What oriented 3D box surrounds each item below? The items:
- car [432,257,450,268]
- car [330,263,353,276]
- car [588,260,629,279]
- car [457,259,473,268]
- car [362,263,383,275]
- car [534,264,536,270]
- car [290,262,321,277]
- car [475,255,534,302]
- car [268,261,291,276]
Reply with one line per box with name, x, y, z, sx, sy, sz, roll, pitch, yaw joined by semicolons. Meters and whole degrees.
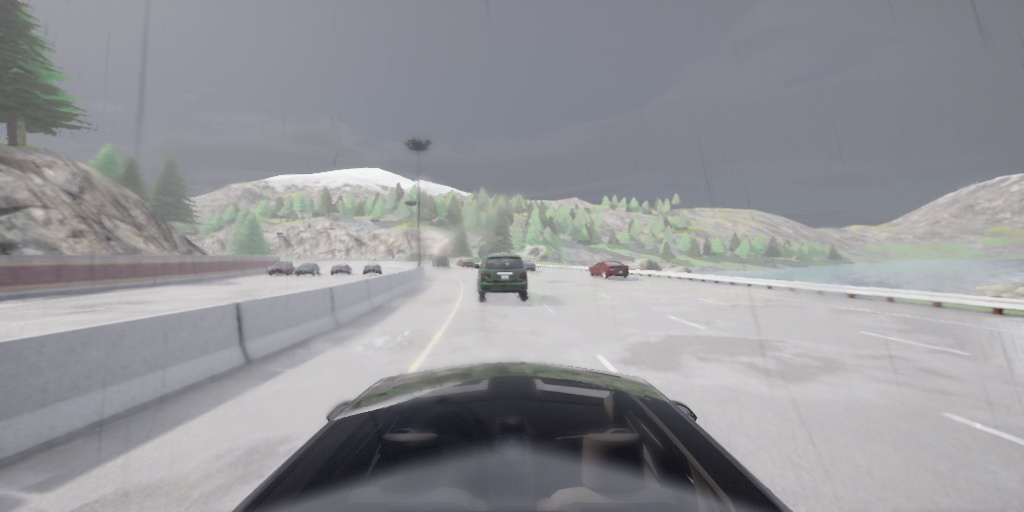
car;-12.661;1.130;63.650;2.150;2.045;5.566;0;0;-24
car;-20.063;1.569;42.328;1.994;1.385;4.181;-1;0;-16
car;8.120;1.122;30.631;1.882;1.535;5.008;0;0;-10
car;-8.160;1.329;61.998;1.882;1.535;5.008;0;0;-23
car;-16.445;1.523;42.497;1.994;1.385;4.181;-1;0;-16
car;1.394;1.277;46.041;2.033;1.411;5.357;-1;0;-18
car;-23.362;1.551;41.167;1.837;1.490;4.892;-1;0;-16
car;-0.579;0.977;17.470;2.150;2.045;5.566;0;0;-6
car;-27.676;1.454;43.282;2.097;1.767;4.553;-1;0;-18
